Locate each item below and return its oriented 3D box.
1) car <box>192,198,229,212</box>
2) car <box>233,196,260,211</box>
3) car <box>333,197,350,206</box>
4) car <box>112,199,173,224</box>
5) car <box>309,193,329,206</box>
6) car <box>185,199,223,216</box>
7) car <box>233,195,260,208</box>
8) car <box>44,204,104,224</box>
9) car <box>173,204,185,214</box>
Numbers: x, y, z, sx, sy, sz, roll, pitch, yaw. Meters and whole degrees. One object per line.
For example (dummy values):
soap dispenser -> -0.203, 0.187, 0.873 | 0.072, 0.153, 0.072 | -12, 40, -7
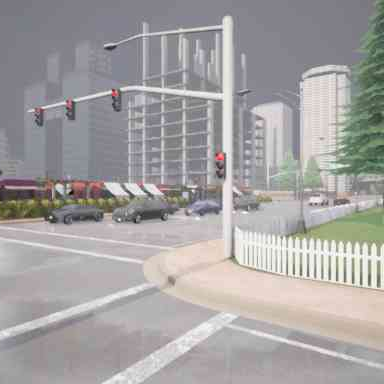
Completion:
car -> 2.293, 1.539, 40.374 | 2.033, 1.411, 5.357 | 0, 0, 34
car -> 6.766, 1.498, 40.720 | 1.837, 1.490, 4.892 | 0, 0, 34
car -> 24.179, 1.473, 53.601 | 1.882, 1.535, 5.008 | 0, 0, 34
car -> -3.829, 1.346, 25.105 | 2.097, 1.767, 4.553 | 0, 0, 34
car -> 21.110, 1.216, 55.312 | 2.150, 2.045, 5.566 | 0, 0, 34
car -> 1.126, 1.519, 32.396 | 1.812, 1.442, 4.674 | 0, 0, 34
car -> 8.001, 1.344, 48.723 | 2.097, 1.767, 4.553 | 0, 0, 35
car -> -8.543, 1.556, 24.390 | 1.994, 1.385, 4.181 | 0, 0, 34
car -> -3.357, 1.540, 32.041 | 2.033, 1.411, 5.357 | 0, 0, 34
